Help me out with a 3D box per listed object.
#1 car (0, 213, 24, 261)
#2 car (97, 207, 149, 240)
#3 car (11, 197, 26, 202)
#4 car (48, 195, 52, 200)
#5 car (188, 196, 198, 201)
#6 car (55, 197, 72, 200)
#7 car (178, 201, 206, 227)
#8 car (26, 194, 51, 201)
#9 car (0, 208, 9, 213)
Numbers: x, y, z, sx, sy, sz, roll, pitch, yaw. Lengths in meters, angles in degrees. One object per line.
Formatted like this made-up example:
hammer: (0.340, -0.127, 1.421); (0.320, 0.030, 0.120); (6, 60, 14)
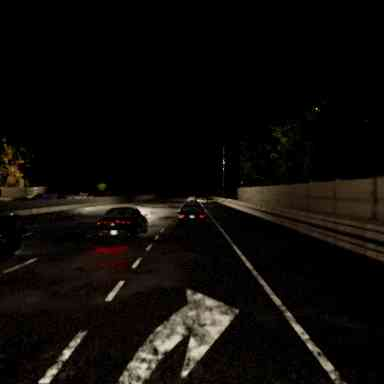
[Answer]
car: (-6.897, 1.549, 9.247); (2.033, 1.411, 5.357); (0, 0, 0)
car: (-3.397, 1.511, 16.871); (1.837, 1.490, 4.892); (0, 0, 0)
car: (-31.493, 1.618, 61.510); (1.812, 1.442, 4.674); (0, 0, 0)
car: (-24.495, 1.622, 62.114); (1.812, 1.442, 4.674); (0, 0, 0)
car: (0.174, 1.677, 77.607); (1.812, 1.442, 4.674); (0, 0, 5)
car: (-20.994, 1.689, 55.272); (1.895, 1.301, 4.718); (0, 0, 0)
car: (0.003, 1.560, 22.923); (2.033, 1.411, 5.357); (0, 0, 0)
car: (-27.993, 1.317, 61.936); (2.150, 2.045, 5.566); (0, 0, 0)
car: (-10.397, 1.498, 16.815); (2.128, 1.511, 4.902); (0, 0, 0)
